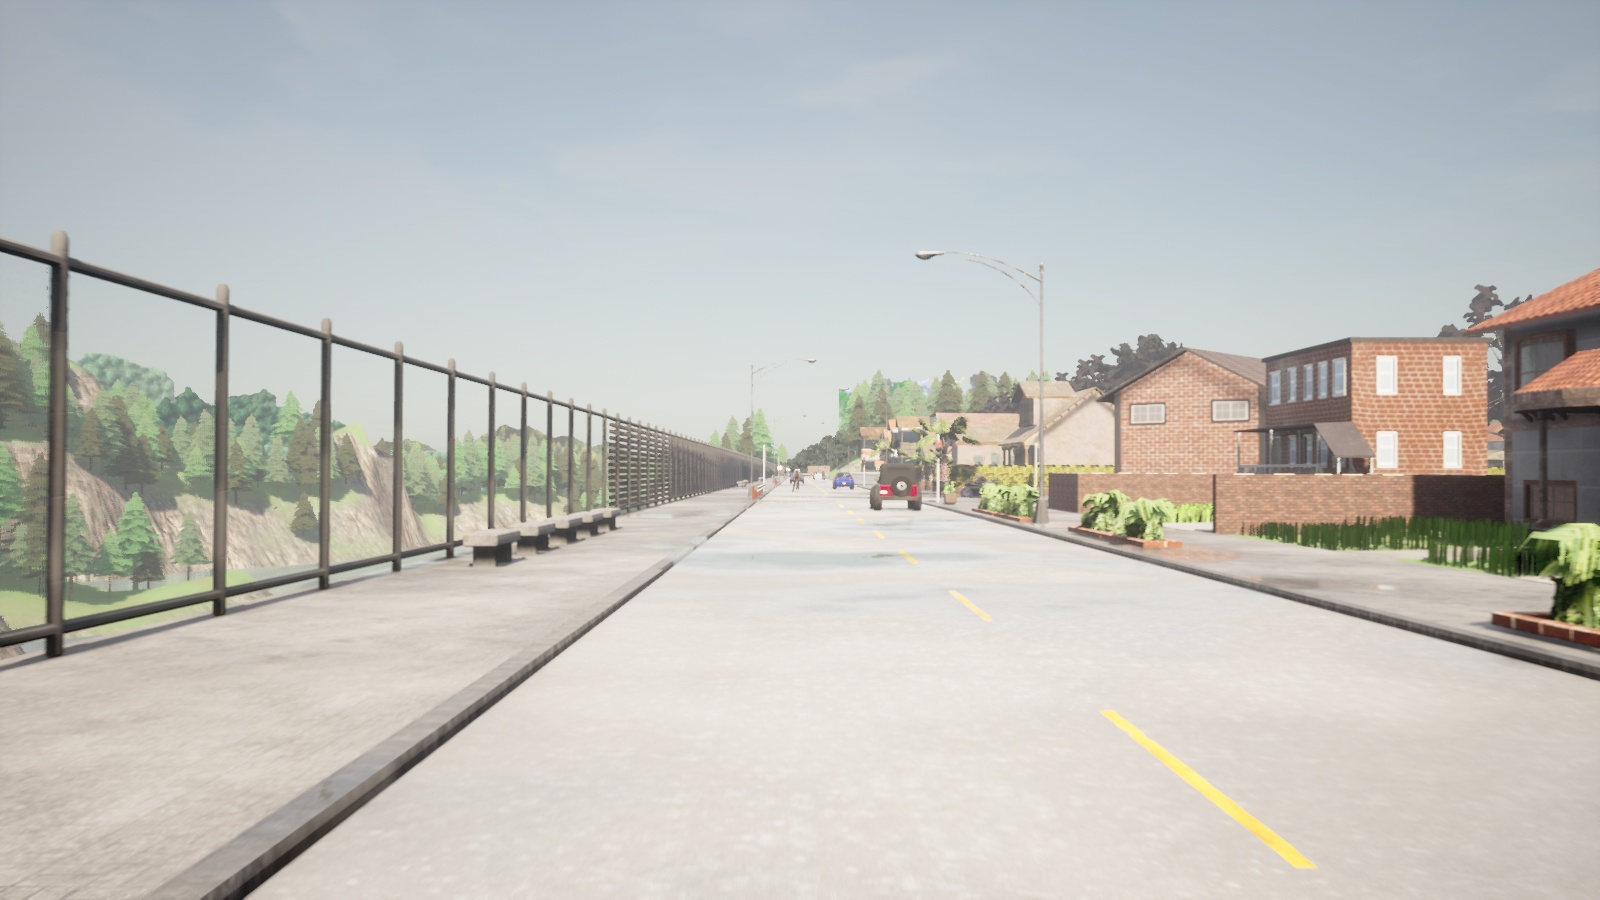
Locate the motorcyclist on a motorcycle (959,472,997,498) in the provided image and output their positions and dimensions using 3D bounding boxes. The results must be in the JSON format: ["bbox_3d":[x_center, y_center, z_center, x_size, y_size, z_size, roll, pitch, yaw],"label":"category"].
[{"bbox_3d":[10.552,2.053,74.421,2.191,1.530,0.866,0,-1,3],"label":"motorcyclist on a motorcycle"}]

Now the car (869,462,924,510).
[{"bbox_3d":[3.878,1.449,51.020,1.905,1.878,3.866,0,-1,0],"label":"car"}]
